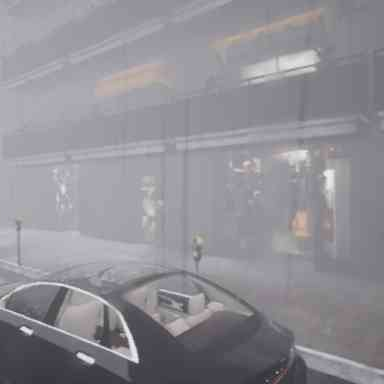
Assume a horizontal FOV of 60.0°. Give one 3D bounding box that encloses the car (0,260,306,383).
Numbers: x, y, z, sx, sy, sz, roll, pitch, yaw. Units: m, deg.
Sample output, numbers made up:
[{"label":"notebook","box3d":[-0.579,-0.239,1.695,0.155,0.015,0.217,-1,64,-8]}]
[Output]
[{"label":"car","box3d":[-1.041,1.464,3.705,4.403,1.369,2.008,1,1,37]}]
